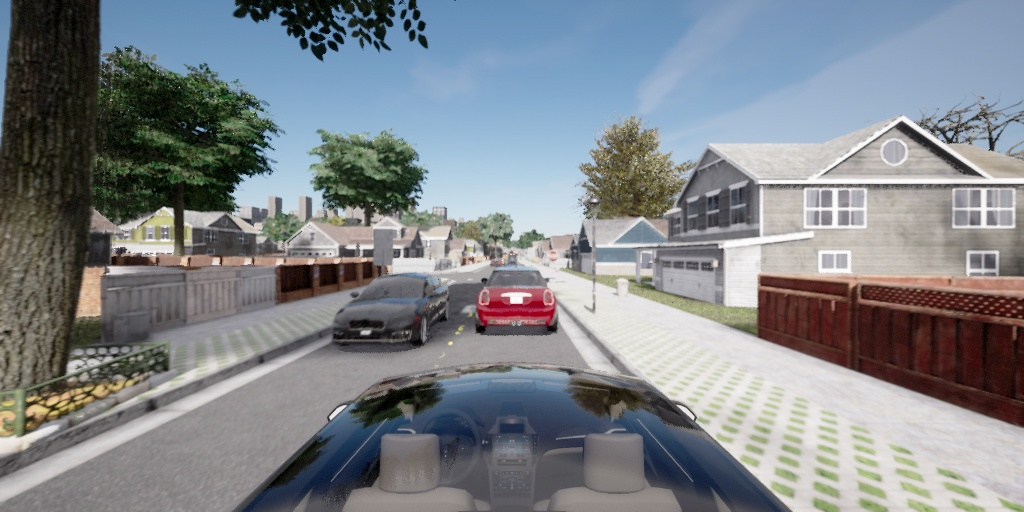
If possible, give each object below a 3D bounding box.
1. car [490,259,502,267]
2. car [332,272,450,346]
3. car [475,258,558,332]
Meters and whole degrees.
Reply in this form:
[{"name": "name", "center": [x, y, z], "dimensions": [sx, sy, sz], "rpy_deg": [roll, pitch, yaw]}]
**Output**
[{"name": "car", "center": [-2.751, 1.164, 62.434], "dimensions": [1.994, 1.385, 4.181], "rpy_deg": [0, 0, 1]}, {"name": "car", "center": [-2.837, 1.221, 9.397], "dimensions": [1.837, 1.490, 4.892], "rpy_deg": [0, 0, 0]}, {"name": "car", "center": [0.108, 1.065, 10.820], "dimensions": [2.097, 1.767, 4.553], "rpy_deg": [0, 0, 0]}]
